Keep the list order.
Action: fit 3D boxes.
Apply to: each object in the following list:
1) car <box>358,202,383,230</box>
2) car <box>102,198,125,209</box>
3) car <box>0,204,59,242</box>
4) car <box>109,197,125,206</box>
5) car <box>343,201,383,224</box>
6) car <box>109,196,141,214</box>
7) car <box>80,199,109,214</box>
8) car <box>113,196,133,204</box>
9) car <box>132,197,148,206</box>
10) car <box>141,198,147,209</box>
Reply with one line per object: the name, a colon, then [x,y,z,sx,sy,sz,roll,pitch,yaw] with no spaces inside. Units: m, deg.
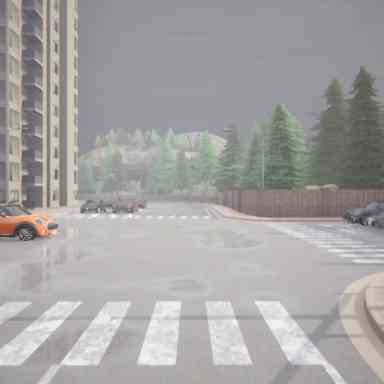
car: [12.925,1.541,19.589,4.902,1.511,2.128,0,0,0]
car: [-10.706,1.534,45.748,2.033,1.411,5.357,0,0,-3]
car: [-8.834,1.354,15.935,4.553,1.767,2.097,0,0,0]
car: [-12.660,1.531,55.973,2.033,1.411,5.357,0,0,-21]
car: [12.968,1.401,23.088,4.553,1.767,2.097,0,0,0]
car: [-7.078,1.342,35.630,2.097,1.767,4.553,0,0,0]
car: [-10.574,1.495,36.009,1.837,1.490,4.892,0,0,0]
car: [-13.284,1.486,64.218,1.837,1.490,4.892,0,0,-37]
car: [-8.669,1.585,54.947,1.895,1.301,4.718,0,0,-17]
car: [-7.218,1.535,45.104,2.033,1.411,5.357,0,0,-2]
